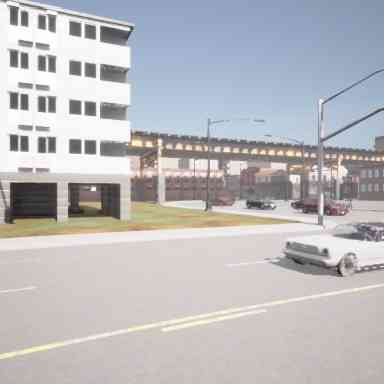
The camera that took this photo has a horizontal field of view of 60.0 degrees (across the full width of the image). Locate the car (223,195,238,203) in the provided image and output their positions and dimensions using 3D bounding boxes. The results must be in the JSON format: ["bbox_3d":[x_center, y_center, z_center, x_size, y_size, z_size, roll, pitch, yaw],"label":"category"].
[{"bbox_3d":[7.859,1.493,68.162,2.128,1.511,4.902,0,0,17],"label":"car"}]

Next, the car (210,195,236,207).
[{"bbox_3d":[4.715,1.478,51.831,1.882,1.535,5.008,0,0,-19],"label":"car"}]

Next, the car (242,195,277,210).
[{"bbox_3d":[8.768,1.491,42.491,2.128,1.511,4.902,0,0,-25],"label":"car"}]

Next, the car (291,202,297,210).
[{"bbox_3d":[14.010,1.491,39.897,2.128,1.511,4.902,0,0,-25],"label":"car"}]

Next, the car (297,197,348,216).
[{"bbox_3d":[13.153,1.352,33.082,2.097,1.767,4.553,0,0,-25],"label":"car"}]

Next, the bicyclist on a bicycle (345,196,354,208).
[{"bbox_3d":[20.487,1.303,43.306,1.656,1.620,0.582,0,0,-25],"label":"bicyclist on a bicycle"}]

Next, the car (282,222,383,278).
[{"bbox_3d":[5.121,1.601,10.111,4.718,1.301,1.895,0,0,-24],"label":"car"}]

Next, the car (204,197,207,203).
[{"bbox_3d":[3.703,1.542,67.482,1.837,1.490,4.892,0,0,15],"label":"car"}]
